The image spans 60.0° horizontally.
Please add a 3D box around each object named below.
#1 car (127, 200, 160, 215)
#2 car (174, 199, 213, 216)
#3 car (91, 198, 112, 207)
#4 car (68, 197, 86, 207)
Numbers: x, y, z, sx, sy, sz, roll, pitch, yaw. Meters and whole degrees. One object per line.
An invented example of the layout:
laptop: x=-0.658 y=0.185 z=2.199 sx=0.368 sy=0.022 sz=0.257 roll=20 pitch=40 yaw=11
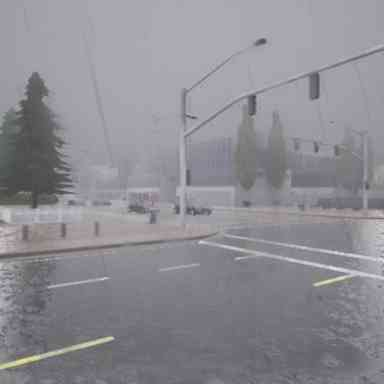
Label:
car: x=-5.128 y=1.579 z=34.675 sx=2.128 sy=1.511 sz=4.902 roll=0 pitch=0 yaw=-36
car: x=0.062 y=1.462 z=33.436 sx=2.097 sy=1.767 sz=4.553 roll=0 pitch=-1 yaw=-36
car: x=-14.871 y=1.654 z=54.401 sx=2.033 sy=1.411 sz=5.357 roll=0 pitch=0 yaw=-35
car: x=-18.605 y=1.613 z=53.632 sx=1.812 sy=1.442 sz=4.674 roll=0 pitch=0 yaw=-35
